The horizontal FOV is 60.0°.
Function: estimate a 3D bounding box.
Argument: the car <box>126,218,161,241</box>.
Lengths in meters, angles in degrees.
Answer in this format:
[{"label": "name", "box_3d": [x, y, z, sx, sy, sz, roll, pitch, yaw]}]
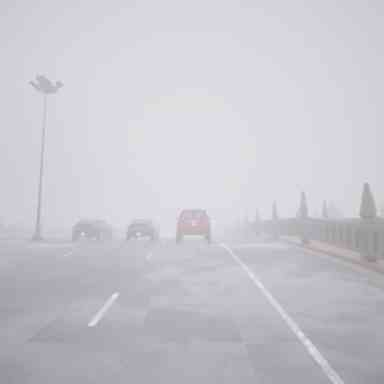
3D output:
[{"label": "car", "box_3d": [-3.398, 2.641, 23.542, 1.837, 1.490, 4.892, 0, -6, 0]}]

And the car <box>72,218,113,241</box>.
[{"label": "car", "box_3d": [-6.898, 2.634, 23.471, 1.837, 1.490, 4.892, 0, -6, 0]}]

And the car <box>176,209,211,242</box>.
[{"label": "car", "box_3d": [0.102, 2.221, 22.097, 2.150, 2.045, 5.566, 0, -5, 0]}]
